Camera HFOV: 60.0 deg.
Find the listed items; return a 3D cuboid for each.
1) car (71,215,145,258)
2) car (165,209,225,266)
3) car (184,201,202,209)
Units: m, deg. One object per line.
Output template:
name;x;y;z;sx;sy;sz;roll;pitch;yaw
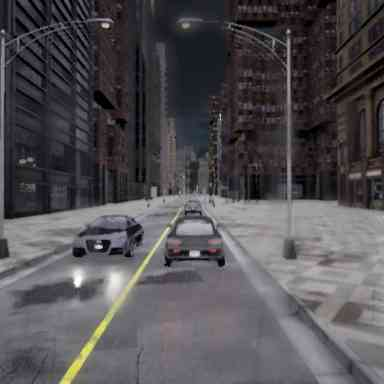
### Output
car;-3.021;1.595;12.769;1.994;1.385;4.181;0;0;1
car;0.083;1.554;11.578;1.812;1.442;4.674;0;0;0
car;0.103;1.632;34.826;2.033;1.411;5.357;0;0;0
